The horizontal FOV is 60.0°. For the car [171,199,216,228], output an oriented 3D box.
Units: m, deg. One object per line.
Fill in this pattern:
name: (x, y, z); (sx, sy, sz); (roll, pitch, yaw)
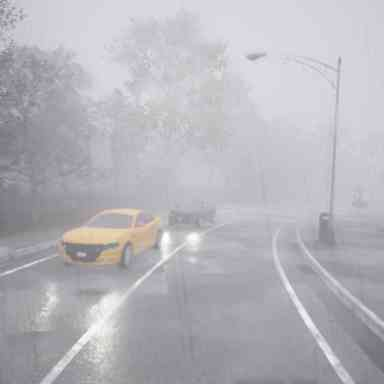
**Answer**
car: (0.153, 1.220, 20.707); (1.882, 1.535, 5.008); (3, 1, 19)

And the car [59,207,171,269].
car: (-2.354, 1.307, 10.959); (1.882, 1.535, 5.008); (2, 1, 11)
